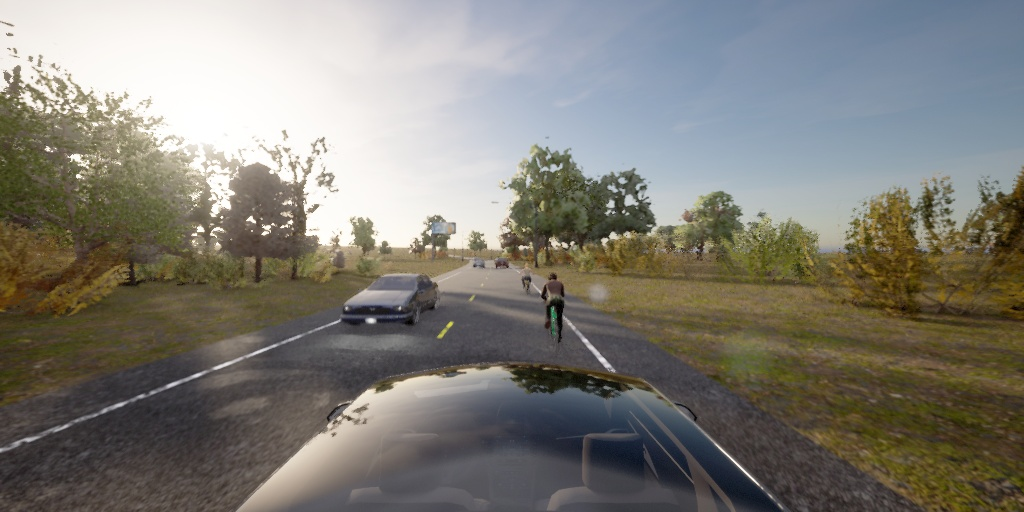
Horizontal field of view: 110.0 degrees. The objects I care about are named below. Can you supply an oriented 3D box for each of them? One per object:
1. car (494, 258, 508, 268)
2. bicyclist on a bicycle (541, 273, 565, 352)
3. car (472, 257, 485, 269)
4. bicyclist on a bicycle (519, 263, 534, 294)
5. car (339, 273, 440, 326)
[{"bbox_3d":[-1.764,1.053,60.791,2.097,1.767,4.553,0,0,-3],"label":"car"},{"bbox_3d":[0.923,1.202,7.978,0.582,1.620,1.656,0,0,0],"label":"bicyclist on a bicycle"},{"bbox_3d":[-5.144,1.204,55.757,2.128,1.511,4.902,0,0,-3],"label":"car"},{"bbox_3d":[0.777,1.181,18.976,0.866,1.612,1.509,0,0,-1],"label":"bicyclist on a bicycle"},{"bbox_3d":[-3.675,1.296,11.950,2.033,1.411,5.357,0,0,-1],"label":"car"}]
